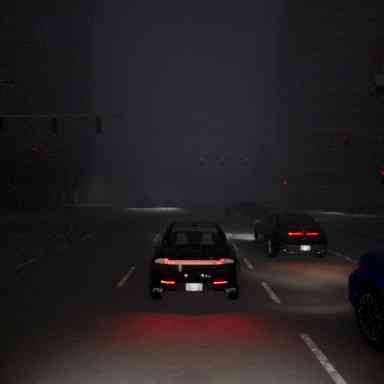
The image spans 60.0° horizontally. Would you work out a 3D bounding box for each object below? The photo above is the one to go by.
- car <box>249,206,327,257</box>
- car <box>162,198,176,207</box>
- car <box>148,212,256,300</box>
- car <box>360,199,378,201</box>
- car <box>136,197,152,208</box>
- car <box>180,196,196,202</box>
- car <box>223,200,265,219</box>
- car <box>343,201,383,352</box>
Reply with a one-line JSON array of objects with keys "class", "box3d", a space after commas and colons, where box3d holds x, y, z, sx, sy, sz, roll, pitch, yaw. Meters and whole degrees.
[{"class": "car", "box3d": [3.614, 1.504, 12.861, 1.837, 1.490, 4.892, 0, 0, 1]}, {"class": "car", "box3d": [-3.500, 1.597, 51.343, 1.895, 1.301, 4.718, 0, 0, 1]}, {"class": "car", "box3d": [0.065, 1.491, 8.393, 2.128, 1.511, 4.902, 0, 0, 1]}, {"class": "car", "box3d": [18.673, 1.523, 35.656, 4.674, 1.442, 1.812, 0, 0, 0]}, {"class": "car", "box3d": [-7.016, 1.502, 48.709, 1.837, 1.490, 4.892, 0, 0, 0]}, {"class": "car", "box3d": [-1.027, 1.561, 73.292, 1.895, 1.301, 4.718, 0, 0, -27]}, {"class": "car", "box3d": [5.102, 1.503, 28.396, 4.892, 1.490, 1.837, 0, 0, 0]}, {"class": "car", "box3d": [3.605, 1.221, 3.030, 2.150, 2.045, 5.566, 0, 0, 0]}]
